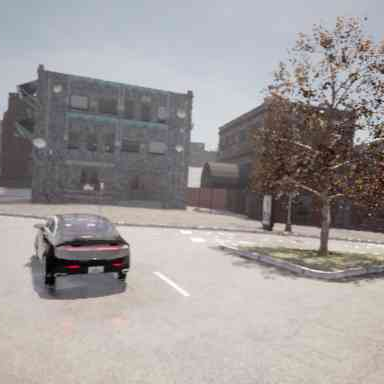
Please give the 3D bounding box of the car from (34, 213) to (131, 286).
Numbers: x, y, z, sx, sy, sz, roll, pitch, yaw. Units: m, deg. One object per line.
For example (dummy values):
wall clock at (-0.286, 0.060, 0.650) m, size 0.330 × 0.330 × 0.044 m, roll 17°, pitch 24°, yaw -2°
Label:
car at (-3.084, 1.321, 8.977) m, size 2.128 × 1.511 × 4.902 m, roll 3°, pitch 0°, yaw -28°
